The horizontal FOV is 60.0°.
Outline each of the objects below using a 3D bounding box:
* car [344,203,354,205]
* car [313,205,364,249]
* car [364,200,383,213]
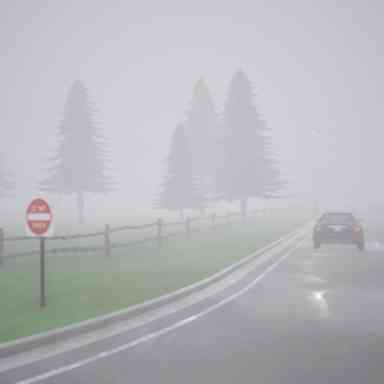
[{"bbox_3d":[25.161,2.552,53.179,1.882,1.535,5.008,-2,-2,26],"label":"car"},{"bbox_3d":[7.347,1.706,16.561,2.097,1.767,4.553,-2,-2,26],"label":"car"},{"bbox_3d":[28.329,2.435,51.702,1.882,1.535,5.008,-2,-2,26],"label":"car"}]
